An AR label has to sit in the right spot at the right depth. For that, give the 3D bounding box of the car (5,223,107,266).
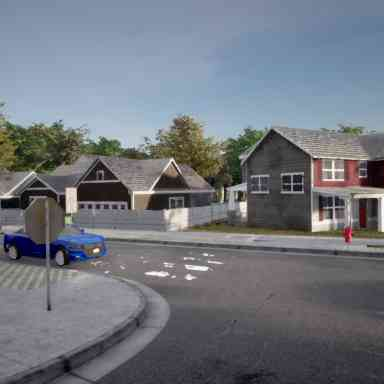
[{"bbox_3d":[-5.751,2.015,13.884,5.008,1.535,1.882,-2,0,32],"label":"car"}]
